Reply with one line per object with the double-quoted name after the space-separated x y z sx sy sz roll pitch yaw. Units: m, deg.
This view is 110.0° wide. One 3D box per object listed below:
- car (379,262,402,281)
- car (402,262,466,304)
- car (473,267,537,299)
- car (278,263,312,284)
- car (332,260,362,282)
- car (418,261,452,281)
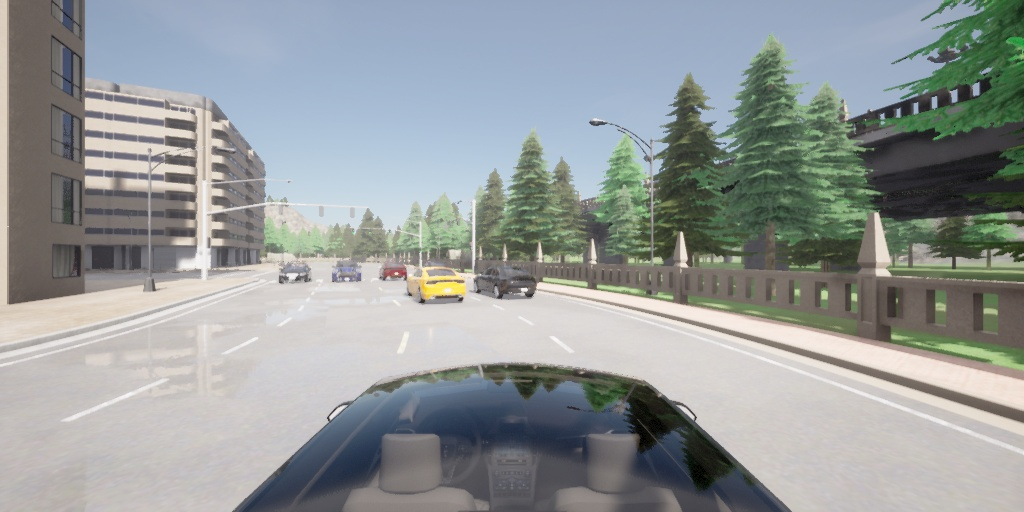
-10.081 1.232 30.251 1.882 1.535 5.008 0 0 -25 "car"
-3.654 1.232 16.698 1.882 1.535 5.008 0 0 -25 "car"
-0.492 1.264 18.198 1.837 1.490 4.892 0 0 -25 "car"
-16.427 1.267 27.297 2.128 1.511 4.902 0 0 -25 "car"
-13.278 1.151 28.824 2.097 1.767 4.553 0 0 -25 "car"
-6.919 1.232 31.751 1.882 1.535 5.008 0 0 -25 "car"
